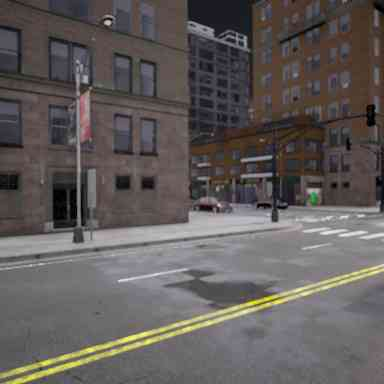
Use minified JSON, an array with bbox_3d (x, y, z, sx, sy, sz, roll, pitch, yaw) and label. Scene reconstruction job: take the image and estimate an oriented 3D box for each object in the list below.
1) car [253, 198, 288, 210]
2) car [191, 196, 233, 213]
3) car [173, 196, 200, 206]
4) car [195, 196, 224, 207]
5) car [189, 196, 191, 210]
[{"bbox_3d":[8.685,1.291,36.992,1.947,1.339,4.313,0,0,-35],"label":"car"},{"bbox_3d":[2.135,1.215,32.354,1.967,1.590,4.097,0,0,-35],"label":"car"},{"bbox_3d":[-0.870,1.288,50.484,1.947,1.339,4.313,0,0,-35],"label":"car"},{"bbox_3d":[2.315,1.304,45.987,1.802,1.307,4.206,0,0,-35],"label":"car"},{"bbox_3d":[-1.049,1.213,36.852,1.967,1.590,4.097,0,0,-35],"label":"car"}]
